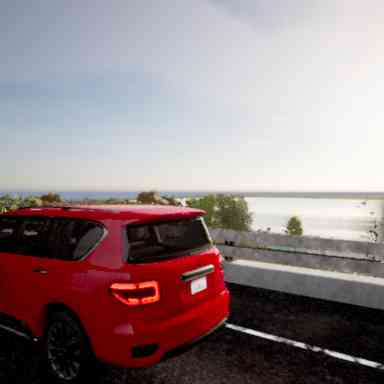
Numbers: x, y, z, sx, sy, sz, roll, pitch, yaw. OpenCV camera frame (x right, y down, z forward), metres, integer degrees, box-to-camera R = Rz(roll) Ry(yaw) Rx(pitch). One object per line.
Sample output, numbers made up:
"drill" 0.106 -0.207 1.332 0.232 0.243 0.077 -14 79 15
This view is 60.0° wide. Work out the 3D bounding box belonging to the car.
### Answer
"car" -2.097 1.218 5.505 5.566 2.045 2.150 -1 0 36
